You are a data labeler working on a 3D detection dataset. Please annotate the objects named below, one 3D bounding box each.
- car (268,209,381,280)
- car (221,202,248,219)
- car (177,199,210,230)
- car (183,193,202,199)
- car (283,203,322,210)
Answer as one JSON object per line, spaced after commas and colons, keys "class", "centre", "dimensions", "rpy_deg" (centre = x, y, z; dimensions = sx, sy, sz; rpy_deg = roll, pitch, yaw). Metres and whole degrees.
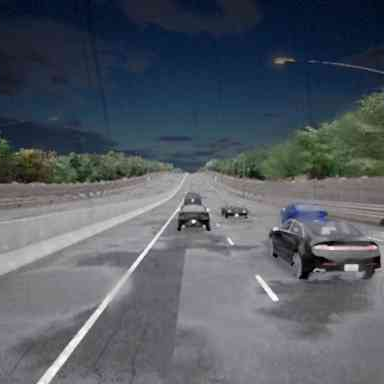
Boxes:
{"class": "car", "centre": [3.598, 1.494, 9.921], "dimensions": [2.128, 1.511, 4.902], "rpy_deg": [0, 0, 0]}
{"class": "car", "centre": [3.593, 1.563, 28.901], "dimensions": [1.895, 1.301, 4.718], "rpy_deg": [0, 0, 0]}
{"class": "car", "centre": [0.095, 1.471, 20.850], "dimensions": [1.882, 1.535, 5.008], "rpy_deg": [0, 0, 0]}
{"class": "car", "centre": [0.091, 1.080, 42.124], "dimensions": [2.150, 2.045, 5.566], "rpy_deg": [0, 1, 0]}
{"class": "car", "centre": [7.095, 1.470, 21.562], "dimensions": [1.882, 1.535, 5.008], "rpy_deg": [0, 0, 0]}
